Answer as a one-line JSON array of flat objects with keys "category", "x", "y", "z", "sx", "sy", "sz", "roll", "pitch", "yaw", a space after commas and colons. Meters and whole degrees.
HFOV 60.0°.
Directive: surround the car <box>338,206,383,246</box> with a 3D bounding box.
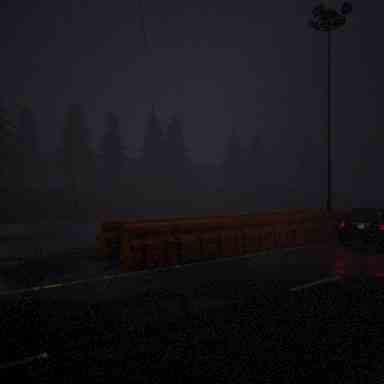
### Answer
[{"category": "car", "x": 8.244, "y": 1.366, "z": 14.049, "sx": 4.553, "sy": 1.767, "sz": 2.097, "roll": 0, "pitch": 0, "yaw": -35}]
